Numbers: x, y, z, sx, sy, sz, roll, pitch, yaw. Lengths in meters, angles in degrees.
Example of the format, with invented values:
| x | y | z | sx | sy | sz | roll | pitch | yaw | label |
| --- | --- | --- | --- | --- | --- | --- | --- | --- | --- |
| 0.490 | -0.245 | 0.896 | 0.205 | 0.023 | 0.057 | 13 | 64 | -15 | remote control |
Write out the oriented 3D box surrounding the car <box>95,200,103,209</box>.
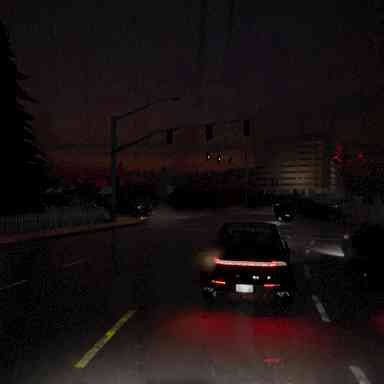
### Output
| x | y | z | sx | sy | sz | roll | pitch | yaw | label |
| --- | --- | --- | --- | --- | --- | --- | --- | --- | --- |
| -9.008 | 1.547 | 38.135 | 4.902 | 1.511 | 2.128 | 0 | 0 | 32 | car |

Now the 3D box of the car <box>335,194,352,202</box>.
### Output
| x | y | z | sx | sy | sz | roll | pitch | yaw | label |
| --- | --- | --- | --- | --- | --- | --- | --- | --- | --- |
| 28.132 | 1.601 | 62.131 | 1.895 | 1.301 | 4.718 | 0 | 0 | 32 | car |

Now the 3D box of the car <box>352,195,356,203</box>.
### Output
| x | y | z | sx | sy | sz | roll | pitch | yaw | label |
| --- | --- | --- | --- | --- | --- | --- | --- | --- | --- |
| 33.517 | 1.355 | 70.846 | 2.097 | 1.767 | 4.553 | 0 | 0 | 32 | car |

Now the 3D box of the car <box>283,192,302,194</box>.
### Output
| x | y | z | sx | sy | sz | roll | pitch | yaw | label |
| --- | --- | --- | --- | --- | --- | --- | --- | --- | --- |
| 14.393 | 1.221 | 46.672 | 2.150 | 2.045 | 5.566 | 0 | 0 | 32 | car |

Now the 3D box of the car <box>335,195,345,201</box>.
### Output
| x | y | z | sx | sy | sz | roll | pitch | yaw | label |
| --- | --- | --- | --- | --- | --- | --- | --- | --- | --- |
| 23.242 | 1.601 | 54.325 | 1.895 | 1.301 | 4.718 | 0 | 0 | 32 | car |

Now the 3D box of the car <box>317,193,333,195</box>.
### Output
| x | y | z | sx | sy | sz | roll | pitch | yaw | label |
| --- | --- | --- | --- | --- | --- | --- | --- | --- | --- |
| 24.583 | 1.221 | 63.053 | 2.150 | 2.045 | 5.566 | 0 | 0 | 32 | car |

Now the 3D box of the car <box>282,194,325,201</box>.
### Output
| x | y | z | sx | sy | sz | roll | pitch | yaw | label |
| --- | --- | --- | --- | --- | --- | --- | --- | --- | --- |
| 10.804 | 1.392 | 34.212 | 4.553 | 1.767 | 2.097 | 0 | 0 | 32 | car |

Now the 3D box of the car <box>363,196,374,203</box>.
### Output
| x | y | z | sx | sy | sz | roll | pitch | yaw | label |
| --- | --- | --- | --- | --- | --- | --- | --- | --- | --- |
| 37.541 | 1.525 | 70.704 | 2.128 | 1.511 | 4.902 | 0 | 0 | 32 | car |

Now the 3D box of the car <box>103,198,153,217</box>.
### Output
| x | y | z | sx | sy | sz | roll | pitch | yaw | label |
| --- | --- | --- | --- | --- | --- | --- | --- | --- | --- |
| -5.921 | 1.407 | 32.067 | 4.553 | 1.767 | 2.097 | 0 | 0 | 32 | car |

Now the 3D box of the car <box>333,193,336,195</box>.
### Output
| x | y | z | sx | sy | sz | roll | pitch | yaw | label |
| --- | --- | --- | --- | --- | --- | --- | --- | --- | --- |
| 30.051 | 1.225 | 71.894 | 2.150 | 2.045 | 5.566 | 0 | 0 | 32 | car |

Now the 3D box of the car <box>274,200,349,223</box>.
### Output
| x | y | z | sx | sy | sz | roll | pitch | yaw | label |
| --- | --- | --- | --- | --- | --- | --- | --- | --- | --- |
| 8.977 | 1.583 | 25.364 | 5.357 | 1.411 | 2.033 | 0 | 0 | -19 | car |

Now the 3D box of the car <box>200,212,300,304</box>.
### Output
| x | y | z | sx | sy | sz | roll | pitch | yaw | label |
| --- | --- | --- | --- | --- | --- | --- | --- | --- | --- |
| 1.448 | 1.492 | 8.258 | 2.128 | 1.511 | 4.902 | 0 | 0 | 12 | car |

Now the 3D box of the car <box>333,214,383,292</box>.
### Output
| x | y | z | sx | sy | sz | roll | pitch | yaw | label |
| --- | --- | --- | --- | --- | --- | --- | --- | --- | --- |
| 5.200 | 1.547 | 8.624 | 2.033 | 1.411 | 5.357 | 0 | 0 | 16 | car |

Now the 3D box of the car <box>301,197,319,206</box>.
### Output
| x | y | z | sx | sy | sz | roll | pitch | yaw | label |
| --- | --- | --- | --- | --- | --- | --- | --- | --- | --- |
| 19.508 | 1.526 | 54.940 | 1.812 | 1.442 | 4.674 | 0 | 0 | 32 | car |

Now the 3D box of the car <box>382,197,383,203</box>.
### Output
| x | y | z | sx | sy | sz | roll | pitch | yaw | label |
| --- | --- | --- | --- | --- | --- | --- | --- | --- | --- |
| 38.789 | 1.540 | 66.048 | 2.033 | 1.411 | 5.357 | 0 | 0 | 32 | car |

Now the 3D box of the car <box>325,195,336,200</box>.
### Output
| x | y | z | sx | sy | sz | roll | pitch | yaw | label |
| --- | --- | --- | --- | --- | --- | --- | --- | --- | --- |
| 18.457 | 1.526 | 46.579 | 1.812 | 1.442 | 4.674 | 0 | 0 | 32 | car |

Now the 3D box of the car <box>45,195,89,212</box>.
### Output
| x | y | z | sx | sy | sz | roll | pitch | yaw | label |
| --- | --- | --- | --- | --- | --- | --- | --- | --- | --- |
| -14.042 | 1.277 | 37.155 | 5.566 | 2.045 | 2.150 | 0 | 0 | 32 | car |
